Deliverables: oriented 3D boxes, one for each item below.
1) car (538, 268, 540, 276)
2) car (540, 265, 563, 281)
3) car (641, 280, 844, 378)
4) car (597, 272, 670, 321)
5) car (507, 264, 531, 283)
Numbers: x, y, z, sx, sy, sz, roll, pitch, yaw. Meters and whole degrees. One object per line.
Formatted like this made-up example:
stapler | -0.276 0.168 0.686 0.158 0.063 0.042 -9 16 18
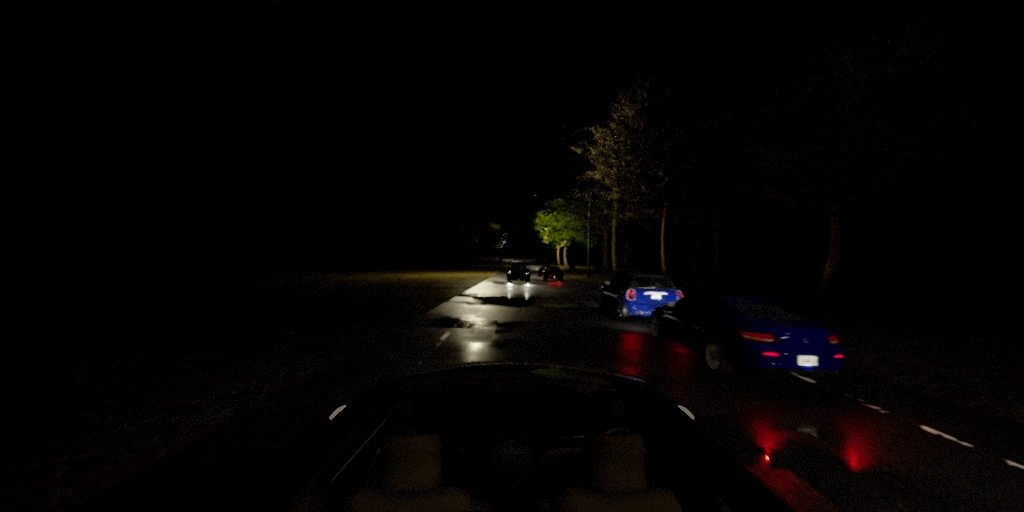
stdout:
car | 4.447 1.951 47.932 1.837 1.490 4.892 1 0 1
car | 4.261 1.830 37.687 1.837 1.490 4.892 1 -1 2
car | 4.588 1.469 7.800 1.812 1.442 4.674 1 -1 1
car | 4.726 1.376 13.771 2.097 1.767 4.553 1 -1 1
car | 0.626 1.535 33.692 2.097 1.767 4.553 1 -1 1
